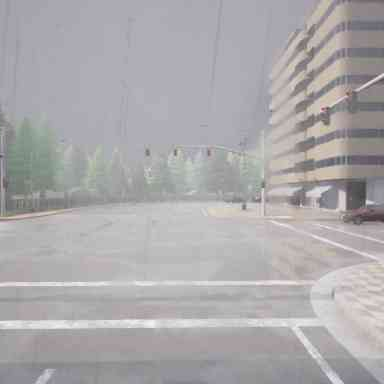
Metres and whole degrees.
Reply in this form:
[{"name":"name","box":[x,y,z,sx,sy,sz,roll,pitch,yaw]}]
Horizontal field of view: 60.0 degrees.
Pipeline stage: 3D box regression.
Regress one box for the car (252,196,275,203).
[{"name":"car","box":[14.187,1.525,67.903,4.674,1.442,1.812,0,0,-34]}]

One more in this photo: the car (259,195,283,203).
[{"name":"car","box":[17.537,1.525,73.805,4.902,1.511,2.128,0,0,-23]}]

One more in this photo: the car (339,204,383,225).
[{"name":"car","box":[13.161,1.581,24.155,4.674,1.442,1.812,0,0,-1]}]

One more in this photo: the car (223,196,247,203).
[{"name":"car","box":[8.874,1.547,68.199,5.357,1.411,2.033,0,0,-38]}]
